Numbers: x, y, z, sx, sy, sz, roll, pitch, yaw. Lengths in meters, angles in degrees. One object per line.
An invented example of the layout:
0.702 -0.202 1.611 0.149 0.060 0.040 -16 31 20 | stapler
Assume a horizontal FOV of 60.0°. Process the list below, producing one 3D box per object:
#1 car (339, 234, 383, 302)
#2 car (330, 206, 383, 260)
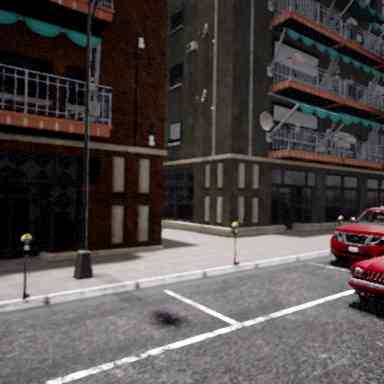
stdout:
5.468 1.685 7.276 4.718 1.301 1.895 1 0 -35 | car
6.906 1.435 11.465 5.009 1.841 2.192 1 0 -35 | car
